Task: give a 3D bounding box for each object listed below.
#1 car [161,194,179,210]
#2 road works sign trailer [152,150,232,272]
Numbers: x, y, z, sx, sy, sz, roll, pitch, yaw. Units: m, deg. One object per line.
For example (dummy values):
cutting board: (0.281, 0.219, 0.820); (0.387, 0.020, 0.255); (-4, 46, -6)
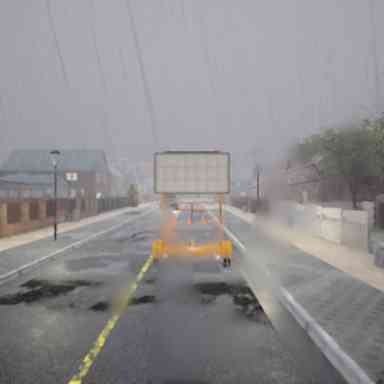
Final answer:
car: (-2.889, 1.273, 44.350); (2.150, 2.045, 5.566); (0, 0, 0)
road works sign trailer: (0.002, 0.463, 10.744); (2.380, 3.560, 2.880); (0, 0, 0)
